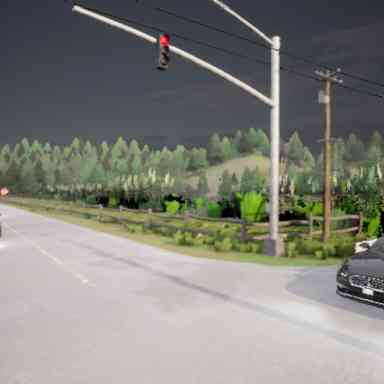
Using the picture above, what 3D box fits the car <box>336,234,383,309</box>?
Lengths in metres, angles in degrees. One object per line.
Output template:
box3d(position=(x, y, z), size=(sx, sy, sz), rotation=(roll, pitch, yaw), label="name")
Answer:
box3d(position=(5.219, 1.568, 7.475), size=(4.892, 1.490, 1.837), rotation=(0, 0, -35), label="car")

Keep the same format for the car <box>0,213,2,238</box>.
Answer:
box3d(position=(-10.679, 1.454, 16.562), size=(1.812, 1.442, 4.674), rotation=(1, 0, -35), label="car")
